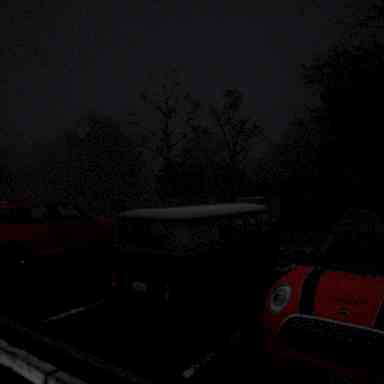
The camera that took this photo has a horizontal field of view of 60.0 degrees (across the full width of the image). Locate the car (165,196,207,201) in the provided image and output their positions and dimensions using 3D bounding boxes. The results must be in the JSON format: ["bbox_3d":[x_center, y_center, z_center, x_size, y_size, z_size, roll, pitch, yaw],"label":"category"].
[{"bbox_3d":[-0.826,1.328,22.805,2.435,2.045,5.566,-1,-1,35],"label":"car"}]

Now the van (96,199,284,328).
[{"bbox_3d":[0.400,1.260,7.135,1.878,1.987,4.442,0,0,35],"label":"van"}]

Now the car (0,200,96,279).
[{"bbox_3d":[-4.715,1.278,10.627,2.435,2.045,5.566,-1,0,35],"label":"car"}]

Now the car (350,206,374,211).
[{"bbox_3d":[8.449,1.478,16.556,1.946,1.575,5.366,0,0,35],"label":"car"}]

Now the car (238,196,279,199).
[{"bbox_3d":[3.652,1.263,19.677,2.435,2.045,5.566,-1,-1,35],"label":"car"}]

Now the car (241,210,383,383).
[{"bbox_3d":[2.834,1.349,5.315,2.185,1.767,4.553,0,0,35],"label":"car"}]

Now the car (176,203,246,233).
[{"bbox_3d":[1.378,1.547,21.293,2.231,1.521,4.892,-1,-1,35],"label":"car"}]
